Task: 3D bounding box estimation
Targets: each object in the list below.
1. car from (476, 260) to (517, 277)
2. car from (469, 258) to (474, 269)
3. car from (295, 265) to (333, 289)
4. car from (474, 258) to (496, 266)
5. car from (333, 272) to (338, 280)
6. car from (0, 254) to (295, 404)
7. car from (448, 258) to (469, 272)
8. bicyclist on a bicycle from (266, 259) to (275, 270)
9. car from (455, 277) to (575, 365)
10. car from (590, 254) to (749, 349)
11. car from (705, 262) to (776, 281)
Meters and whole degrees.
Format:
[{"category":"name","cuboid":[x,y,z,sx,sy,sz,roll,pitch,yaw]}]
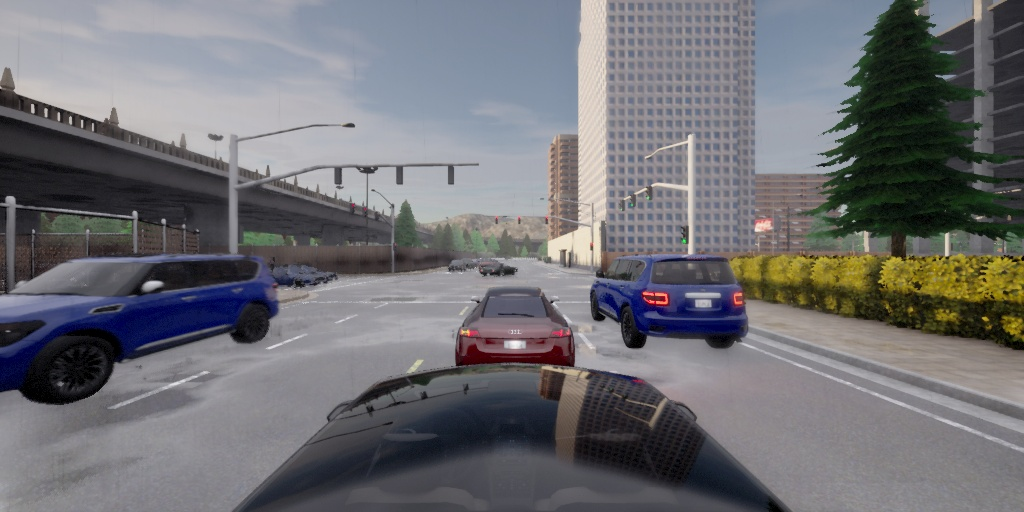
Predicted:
[{"category":"car","cuboid":[-1.230,1.375,34.850,1.895,1.301,4.718,0,0,26]},{"category":"car","cuboid":[-7.101,1.102,55.557,2.097,1.767,4.553,0,0,0]},{"category":"car","cuboid":[-14.956,1.352,23.175,5.357,1.411,2.033,0,0,0]},{"category":"car","cuboid":[-3.597,1.102,49.816,2.097,1.767,4.553,0,0,0]},{"category":"car","cuboid":[-15.991,1.353,26.762,5.357,1.411,2.033,0,0,-2]},{"category":"car","cuboid":[-6.950,0.971,6.706,2.150,2.045,5.566,0,0,1]},{"category":"car","cuboid":[-7.103,1.255,46.673,1.837,1.490,4.892,0,0,0]},{"category":"bicyclist on a bicycle","cuboid":[-25.305,1.106,37.634,0.582,1.620,1.656,0,0,0]},{"category":"car","cuboid":[0.062,1.314,7.447,1.994,1.385,4.181,0,0,0]},{"category":"car","cuboid":[3.567,0.971,9.313,2.150,2.045,5.566,0,0,1]},{"category":"car","cuboid":[19.301,1.310,30.455,4.892,1.490,1.837,0,0,0]}]
